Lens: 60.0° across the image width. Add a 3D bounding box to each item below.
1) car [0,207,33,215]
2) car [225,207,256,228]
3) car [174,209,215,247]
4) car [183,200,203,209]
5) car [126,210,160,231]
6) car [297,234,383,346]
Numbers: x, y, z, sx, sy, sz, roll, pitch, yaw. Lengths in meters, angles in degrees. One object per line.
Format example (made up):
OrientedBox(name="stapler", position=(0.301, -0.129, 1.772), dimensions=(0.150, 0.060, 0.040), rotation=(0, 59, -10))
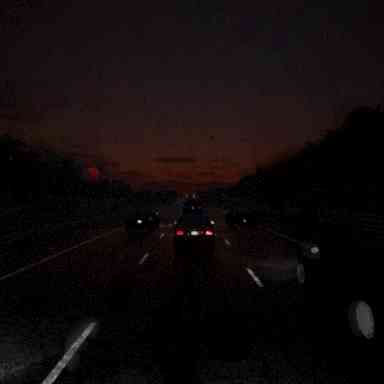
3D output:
OrientedBox(name="car", position=(-14.000, 1.939, 26.288), dimensions=(1.812, 1.442, 4.674), rotation=(0, -1, 0))
OrientedBox(name="car", position=(3.604, 1.870, 25.288), dimensions=(1.882, 1.535, 5.008), rotation=(0, -1, 0))
OrientedBox(name="car", position=(0.104, 1.784, 16.168), dimensions=(2.033, 1.411, 5.357), rotation=(0, -1, 0))
OrientedBox(name="car", position=(0.105, 1.905, 39.109), dimensions=(2.150, 2.045, 5.566), rotation=(0, -1, 0))
OrientedBox(name="car", position=(-3.397, 1.924, 23.567), dimensions=(1.994, 1.385, 4.181), rotation=(0, -1, 0))
OrientedBox(name="car", position=(3.602, 1.574, 6.550), dimensions=(1.882, 1.535, 5.008), rotation=(0, -1, 0))
